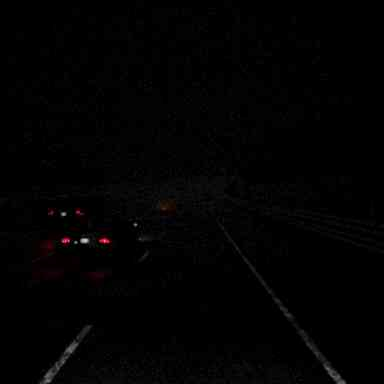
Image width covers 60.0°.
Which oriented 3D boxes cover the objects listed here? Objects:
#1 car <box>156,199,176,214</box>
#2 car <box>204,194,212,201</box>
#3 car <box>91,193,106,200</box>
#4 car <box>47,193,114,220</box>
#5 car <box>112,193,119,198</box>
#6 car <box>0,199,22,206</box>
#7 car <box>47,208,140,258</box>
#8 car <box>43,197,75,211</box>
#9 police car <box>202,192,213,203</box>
[{"bbox_3d":[-2.804,1.537,36.534,1.882,1.535,5.008,0,0,2],"label":"car"},{"bbox_3d":[3.691,1.288,78.124,1.812,1.442,4.674,0,1,4],"label":"car"},{"bbox_3d":[-21.915,1.016,78.110,1.994,1.385,4.181,0,1,4],"label":"car"},{"bbox_3d":[-6.711,1.271,20.183,2.150,2.045,5.566,0,0,1],"label":"car"},{"bbox_3d":[-18.422,0.952,77.879,1.882,1.535,5.008,0,1,4],"label":"car"},{"bbox_3d":[-20.516,1.509,36.146,1.882,1.535,5.008,0,0,2],"label":"car"},{"bbox_3d":[-3.319,1.578,12.873,2.033,1.411,5.357,0,0,1],"label":"car"},{"bbox_3d":[-16.799,1.495,42.344,1.882,1.535,5.008,0,0,2],"label":"car"},{"bbox_3d":[3.076,1.299,68.367,1.930,1.638,5.238,0,0,3],"label":"police car"}]
